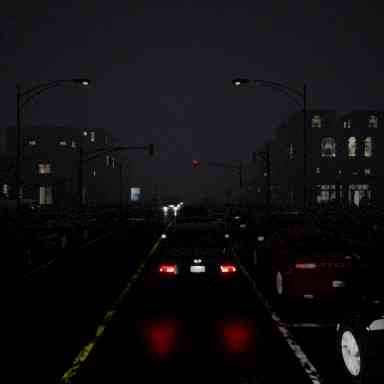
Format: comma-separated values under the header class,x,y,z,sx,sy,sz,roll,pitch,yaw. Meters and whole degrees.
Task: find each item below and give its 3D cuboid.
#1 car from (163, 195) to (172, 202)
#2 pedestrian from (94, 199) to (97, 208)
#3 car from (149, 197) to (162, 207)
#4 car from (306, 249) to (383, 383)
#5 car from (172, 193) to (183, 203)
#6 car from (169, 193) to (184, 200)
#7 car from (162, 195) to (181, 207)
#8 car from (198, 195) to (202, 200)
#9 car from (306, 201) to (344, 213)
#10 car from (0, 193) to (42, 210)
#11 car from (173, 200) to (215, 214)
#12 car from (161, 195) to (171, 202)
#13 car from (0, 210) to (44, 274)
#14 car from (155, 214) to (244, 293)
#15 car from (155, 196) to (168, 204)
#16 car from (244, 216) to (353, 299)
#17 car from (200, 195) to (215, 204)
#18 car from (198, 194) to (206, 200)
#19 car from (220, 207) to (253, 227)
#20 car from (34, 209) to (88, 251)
class,x,y,z,sx,sy,sz,roll,pitch,yaw
car,-5.743,1.538,79.535,1.752,1.417,4.829,0,0,0
pedestrian,-12.583,1.415,43.222,0.375,1.300,0.375,0,-1,1
car,-5.724,1.588,52.095,1.802,1.307,4.206,0,0,0
car,2.692,1.551,2.622,2.008,1.369,4.403,0,0,0
car,-3.052,1.236,72.932,2.150,2.045,5.566,0,0,0
car,-3.110,1.499,61.486,2.128,1.511,4.902,0,0,0
car,-3.145,1.532,51.134,1.812,1.442,4.674,0,0,1
car,2.649,1.590,63.130,1.802,1.307,4.206,0,0,0
car,14.784,1.653,37.283,4.181,1.385,1.994,0,0,1
car,-18.690,1.141,34.553,5.566,2.045,2.150,0,0,-1
car,0.086,1.480,19.461,1.882,1.535,5.008,0,0,0
car,-5.739,1.451,74.183,1.967,1.590,4.097,0,0,0
car,-5.692,1.441,8.325,1.967,1.590,4.097,0,0,0
car,0.098,1.548,8.997,2.033,1.411,5.357,0,0,0
car,-5.732,1.559,63.138,2.008,1.369,4.403,0,0,0
car,2.688,1.546,8.314,1.887,1.381,4.507,0,0,0
car,2.657,1.572,52.088,1.947,1.339,4.313,0,0,0
car,2.630,1.458,90.741,1.967,1.590,4.097,0,0,0
car,2.680,1.553,19.698,2.008,1.369,4.403,0,0,0
car,-5.697,1.552,14.017,2.008,1.369,4.403,0,0,0
